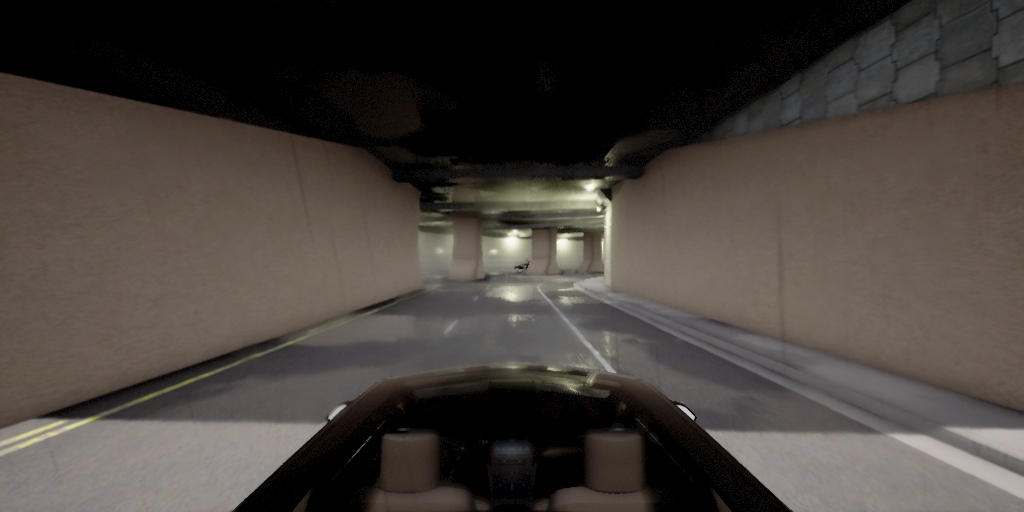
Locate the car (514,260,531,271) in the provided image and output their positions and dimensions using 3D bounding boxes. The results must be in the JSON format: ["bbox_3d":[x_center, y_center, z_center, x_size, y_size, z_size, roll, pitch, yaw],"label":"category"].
[{"bbox_3d":[2.526,1.494,57.610,4.553,1.767,2.097,1,0,-38],"label":"car"}]
